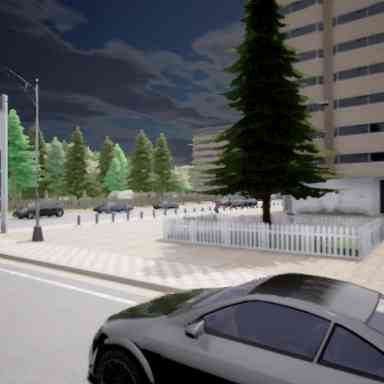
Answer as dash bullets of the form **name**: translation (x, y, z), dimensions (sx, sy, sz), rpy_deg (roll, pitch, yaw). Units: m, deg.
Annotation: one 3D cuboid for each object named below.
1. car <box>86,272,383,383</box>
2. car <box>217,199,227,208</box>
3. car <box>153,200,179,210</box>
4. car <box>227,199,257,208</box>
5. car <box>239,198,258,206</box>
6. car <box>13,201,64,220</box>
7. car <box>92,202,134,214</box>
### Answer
- **car**: translation (0.855, 1.577, 3.383), dimensions (4.181, 1.385, 1.994), rpy_deg (-1, 0, 35)
- **car**: translation (5.621, 1.834, 55.473), dimensions (1.812, 1.442, 4.674), rpy_deg (-1, -1, 35)
- **car**: translation (-3.801, 1.914, 48.602), dimensions (1.994, 1.385, 4.181), rpy_deg (-1, 0, 36)
- **car**: translation (8.274, 1.816, 53.163), dimensions (2.033, 1.411, 5.357), rpy_deg (-1, 0, 35)
- **car**: translation (10.617, 1.872, 62.474), dimensions (1.994, 1.385, 4.181), rpy_deg (-1, 0, 36)
- **car**: translation (-15.083, 1.702, 32.806), dimensions (2.097, 1.767, 4.553), rpy_deg (-1, 0, 36)
- **car**: translation (-9.498, 1.897, 40.637), dimensions (2.033, 1.411, 5.357), rpy_deg (-1, 0, 36)
